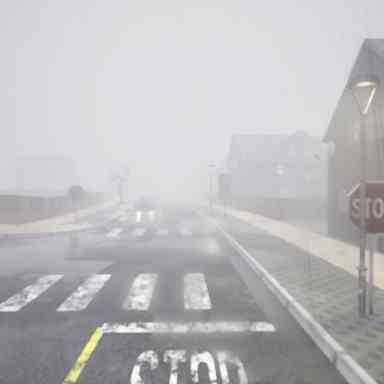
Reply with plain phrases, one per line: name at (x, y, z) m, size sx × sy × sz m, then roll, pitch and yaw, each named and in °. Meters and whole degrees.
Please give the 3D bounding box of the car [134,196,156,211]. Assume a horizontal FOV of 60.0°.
car at (-4.505, 1.091, 32.455) m, size 1.994 × 1.385 × 4.181 m, roll 0°, pitch 1°, yaw -6°
